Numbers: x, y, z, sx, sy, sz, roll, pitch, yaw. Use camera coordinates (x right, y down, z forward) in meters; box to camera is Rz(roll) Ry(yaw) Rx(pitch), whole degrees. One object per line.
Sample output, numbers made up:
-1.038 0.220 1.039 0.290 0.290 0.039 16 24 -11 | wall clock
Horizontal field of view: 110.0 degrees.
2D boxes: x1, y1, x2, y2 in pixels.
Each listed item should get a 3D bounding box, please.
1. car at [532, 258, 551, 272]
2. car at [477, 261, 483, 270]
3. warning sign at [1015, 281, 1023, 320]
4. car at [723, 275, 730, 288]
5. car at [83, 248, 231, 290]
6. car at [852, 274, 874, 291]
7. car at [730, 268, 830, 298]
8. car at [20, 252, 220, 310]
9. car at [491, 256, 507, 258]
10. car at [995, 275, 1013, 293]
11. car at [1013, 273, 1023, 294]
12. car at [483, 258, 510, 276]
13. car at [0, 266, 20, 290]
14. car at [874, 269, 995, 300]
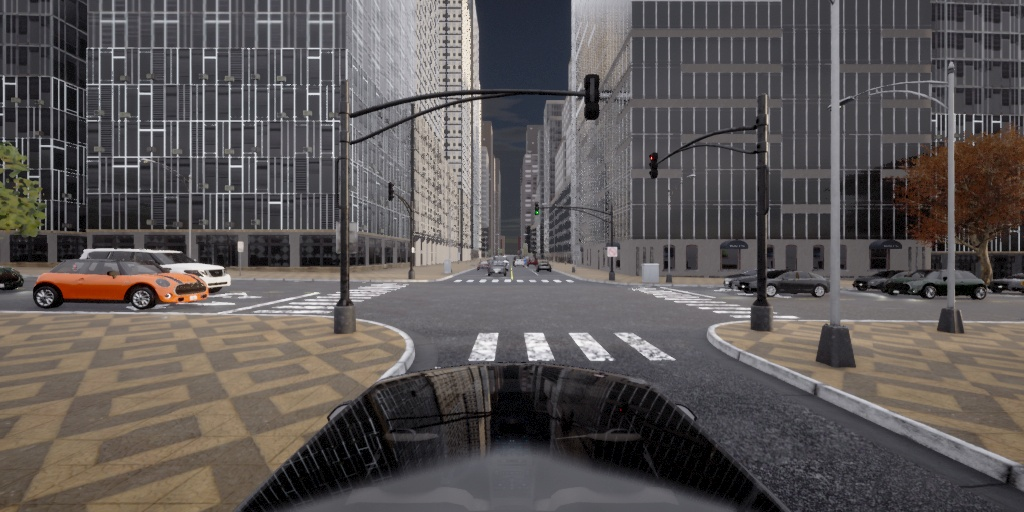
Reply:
3.954 1.331 45.317 1.948 1.339 4.313 0 0 0 | car
-3.995 1.345 50.815 1.802 1.307 4.207 0 0 0 | car
17.280 1.205 11.506 1.060 1.860 1.300 0 0 -3 | warning sign
16.899 1.571 24.202 4.902 1.511 2.128 1 0 -3 | car
-15.927 0.705 15.993 5.566 2.045 2.150 1 0 -3 | car
26.284 1.752 24.629 4.892 1.490 1.837 1 0 -3 | car
15.810 1.565 20.910 4.892 1.490 1.837 1 0 -4 | car
-13.726 0.876 12.839 4.553 1.767 2.097 1 0 -3 | car
-1.516 0.982 47.759 2.150 2.045 5.566 0 1 0 | car
36.442 1.934 25.085 4.892 1.490 1.837 1 0 -2 | car
34.566 1.944 21.749 5.357 1.411 2.033 1 0 -2 | car
-1.480 1.260 37.115 2.128 1.511 4.902 0 0 0 | car
-24.621 0.676 15.599 4.553 1.767 2.097 1 0 -2 | car
24.981 1.577 21.316 4.553 1.767 2.097 1 0 -3 | car
